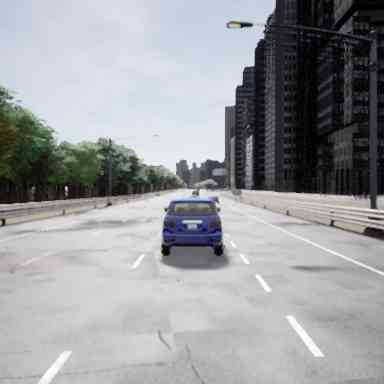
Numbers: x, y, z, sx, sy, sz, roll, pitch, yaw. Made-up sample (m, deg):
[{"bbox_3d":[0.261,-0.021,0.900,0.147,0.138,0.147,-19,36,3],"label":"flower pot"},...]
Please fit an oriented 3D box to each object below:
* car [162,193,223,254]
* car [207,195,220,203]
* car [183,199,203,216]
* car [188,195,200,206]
[{"bbox_3d":[0.016,1.223,13.555,2.150,2.045,5.566,0,0,0],"label":"car"},{"bbox_3d":[4.012,1.269,62.981,2.128,1.511,4.902,0,0,1],"label":"car"},{"bbox_3d":[0.113,1.466,33.162,1.812,1.442,4.674,0,0,0],"label":"car"},{"bbox_3d":[0.292,1.338,53.173,1.837,1.490,4.892,0,0,1],"label":"car"}]
